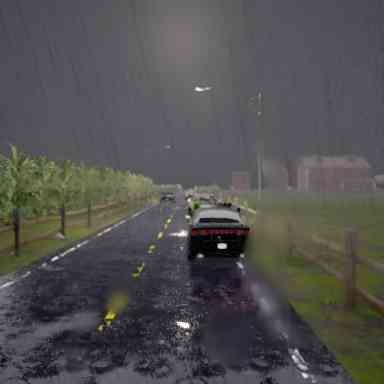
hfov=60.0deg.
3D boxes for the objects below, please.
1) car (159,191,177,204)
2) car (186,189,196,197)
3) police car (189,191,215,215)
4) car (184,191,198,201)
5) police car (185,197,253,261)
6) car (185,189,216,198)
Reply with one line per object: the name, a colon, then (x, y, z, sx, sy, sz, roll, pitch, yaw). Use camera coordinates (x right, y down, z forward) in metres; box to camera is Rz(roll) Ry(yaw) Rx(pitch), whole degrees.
car: (-2.948, 0.616, 40.993, 1.837, 1.490, 4.892, 0, 1, 0)
car: (-0.174, 0.097, 66.074, 1.882, 1.535, 5.008, 0, 1, 0)
police car: (0.752, 0.823, 27.404, 1.930, 1.638, 5.238, 0, 1, 0)
car: (-0.105, 0.553, 48.871, 1.895, 1.301, 4.718, 0, 1, 0)
police car: (0.794, 1.172, 11.408, 1.930, 1.638, 5.238, 0, 1, 0)
car: (0.768, 0.883, 21.265, 2.097, 1.767, 4.553, 0, 1, 0)
